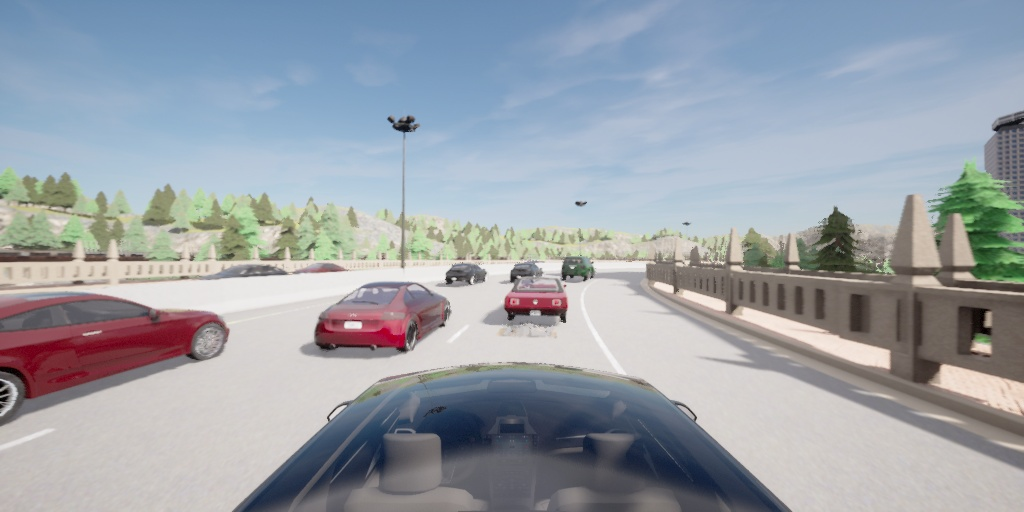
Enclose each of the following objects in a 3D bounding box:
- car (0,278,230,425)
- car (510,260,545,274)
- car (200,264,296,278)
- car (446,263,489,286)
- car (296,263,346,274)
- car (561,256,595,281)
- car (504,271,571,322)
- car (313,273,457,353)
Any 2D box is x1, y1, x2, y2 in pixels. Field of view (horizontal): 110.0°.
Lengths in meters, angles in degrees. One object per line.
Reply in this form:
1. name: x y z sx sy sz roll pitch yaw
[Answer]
1. car: -6.683 1.247 5.289 1.812 1.442 4.674 0 0 2
2. car: 1.251 1.322 28.730 1.837 1.490 4.892 0 0 18
3. car: -15.451 1.237 20.895 1.837 1.490 4.892 0 0 12
4. car: -3.200 1.299 26.193 1.837 1.490 4.892 0 0 16
5. car: -16.535 1.301 31.035 1.812 1.442 4.674 0 0 17
6. car: 5.786 1.059 31.165 2.150 2.045 5.566 0 0 21
7. car: 0.960 1.367 12.530 1.895 1.301 4.718 0 0 7
8. car: -2.912 1.310 8.928 1.994 1.385 4.181 0 0 5
